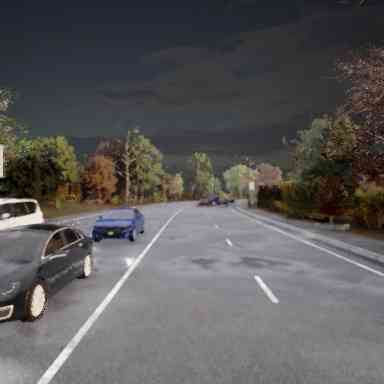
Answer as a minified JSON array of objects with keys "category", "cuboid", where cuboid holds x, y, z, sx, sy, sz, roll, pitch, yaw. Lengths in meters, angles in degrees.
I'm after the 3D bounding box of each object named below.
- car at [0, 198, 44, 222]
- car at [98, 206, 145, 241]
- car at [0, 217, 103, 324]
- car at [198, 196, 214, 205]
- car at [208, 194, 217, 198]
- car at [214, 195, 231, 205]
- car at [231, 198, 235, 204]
[{"category":"car","cuboid":[-7.133,1.255,11.582,2.150,2.045,5.566,0,0,-1]},{"category":"car","cuboid":[-3.570,1.541,17.013,1.882,1.535,5.008,0,0,0]},{"category":"car","cuboid":[-3.618,1.523,7.334,1.837,1.490,4.892,0,-1,0]},{"category":"car","cuboid":[2.649,1.968,66.594,1.895,1.301,4.718,0,0,13]},{"category":"car","cuboid":[5.001,1.544,76.510,2.150,2.045,5.566,0,0,18]},{"category":"car","cuboid":[6.200,1.872,66.528,1.837,1.490,4.892,0,0,13]},{"category":"car","cuboid":[8.623,1.950,76.426,1.895,1.301,4.718,0,0,18]}]
